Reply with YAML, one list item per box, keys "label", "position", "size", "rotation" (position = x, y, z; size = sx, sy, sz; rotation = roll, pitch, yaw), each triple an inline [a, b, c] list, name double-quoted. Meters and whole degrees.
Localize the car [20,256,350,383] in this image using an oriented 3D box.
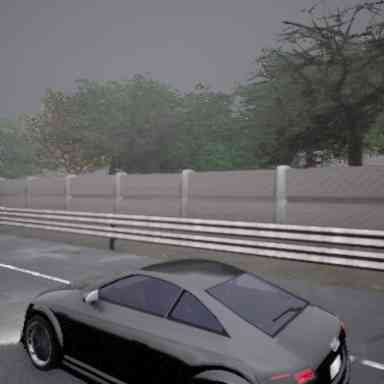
- label: "car"
  position: [-0.321, 1.557, 4.221]
  size: [4.181, 1.385, 1.994]
  rotation: [0, 0, 35]
